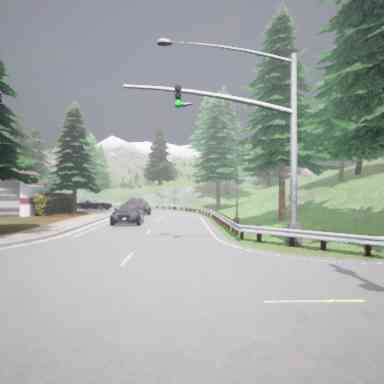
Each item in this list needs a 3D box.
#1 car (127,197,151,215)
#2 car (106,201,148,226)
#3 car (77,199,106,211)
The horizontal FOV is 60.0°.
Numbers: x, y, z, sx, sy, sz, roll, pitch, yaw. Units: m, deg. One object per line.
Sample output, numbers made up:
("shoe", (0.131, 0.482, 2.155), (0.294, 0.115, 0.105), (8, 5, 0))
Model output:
("car", (-5.513, 1.323, 33.168), (2.097, 1.767, 4.553), (0, 0, -20))
("car", (-4.486, 1.543, 23.396), (1.994, 1.385, 4.181), (0, 0, -3))
("car", (-12.238, 1.570, 40.775), (4.718, 1.301, 1.895), (0, 0, 13))
